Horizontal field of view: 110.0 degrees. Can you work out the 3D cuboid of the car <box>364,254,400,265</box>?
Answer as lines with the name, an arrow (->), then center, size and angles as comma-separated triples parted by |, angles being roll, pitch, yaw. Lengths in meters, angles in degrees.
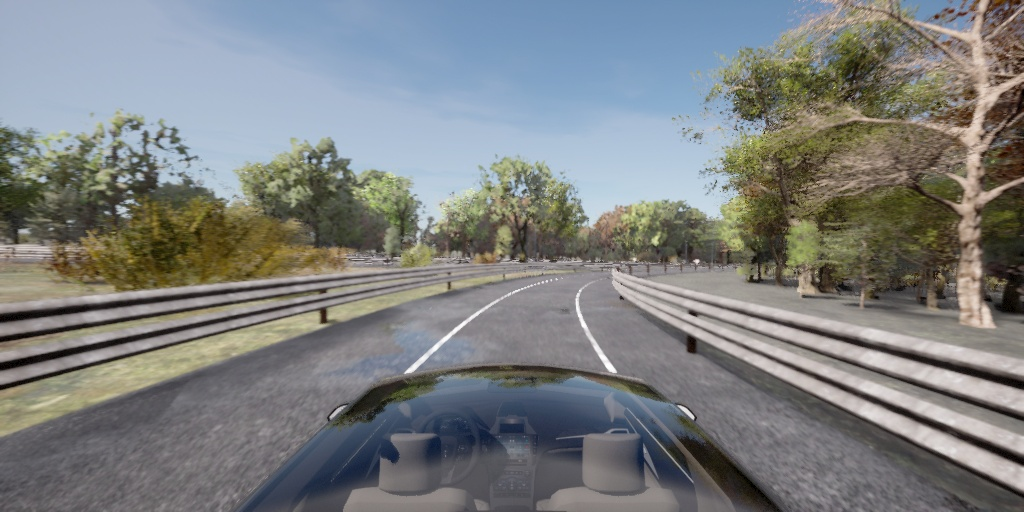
car -> -18.897, 0.554, 53.236 | 4.674, 1.442, 1.812 | 2, 0, -32

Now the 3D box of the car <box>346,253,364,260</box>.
car -> -24.316, 0.333, 58.093 | 4.902, 1.511, 2.128 | 2, 0, -32
